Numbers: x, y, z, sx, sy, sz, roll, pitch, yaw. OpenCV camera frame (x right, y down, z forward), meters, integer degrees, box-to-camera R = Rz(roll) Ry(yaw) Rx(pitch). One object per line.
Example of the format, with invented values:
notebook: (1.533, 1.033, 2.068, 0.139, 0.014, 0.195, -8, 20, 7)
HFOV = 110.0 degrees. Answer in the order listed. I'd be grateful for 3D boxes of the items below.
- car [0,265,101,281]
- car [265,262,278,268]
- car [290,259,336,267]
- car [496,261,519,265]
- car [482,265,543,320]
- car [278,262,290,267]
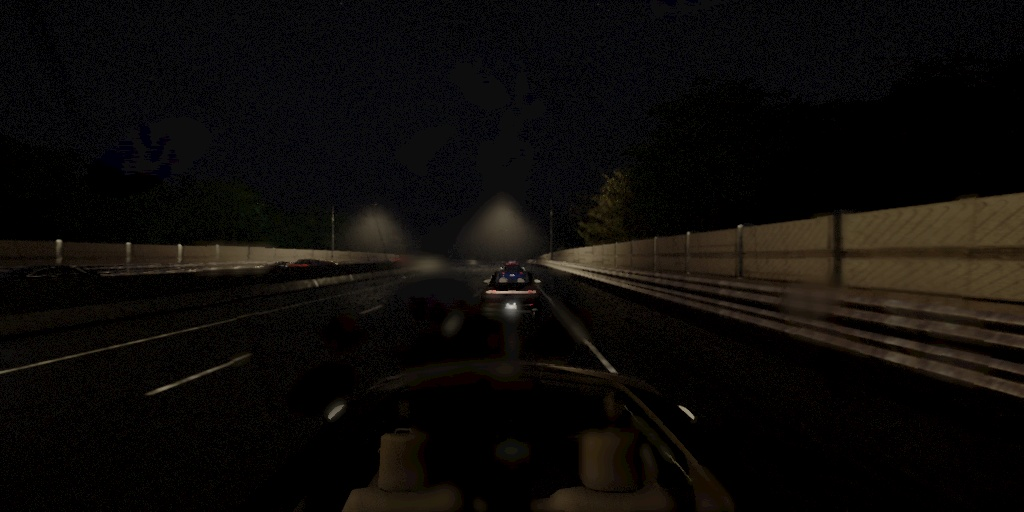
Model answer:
car: (-24.588, 1.254, 18.613, 1.837, 1.490, 4.892, 0, 0, 0)
car: (-24.483, 1.328, 38.588, 2.033, 1.411, 5.357, 0, 0, 0)
car: (-17.540, 1.230, 32.708, 1.882, 1.535, 5.008, 0, 0, 1)
car: (0.012, 1.326, 27.385, 1.994, 1.385, 4.181, 0, 0, 0)
car: (0.004, 1.252, 12.598, 2.128, 1.511, 4.902, 0, 0, 0)
car: (-21.004, 1.102, 36.444, 2.097, 1.767, 4.553, 0, 0, 0)
